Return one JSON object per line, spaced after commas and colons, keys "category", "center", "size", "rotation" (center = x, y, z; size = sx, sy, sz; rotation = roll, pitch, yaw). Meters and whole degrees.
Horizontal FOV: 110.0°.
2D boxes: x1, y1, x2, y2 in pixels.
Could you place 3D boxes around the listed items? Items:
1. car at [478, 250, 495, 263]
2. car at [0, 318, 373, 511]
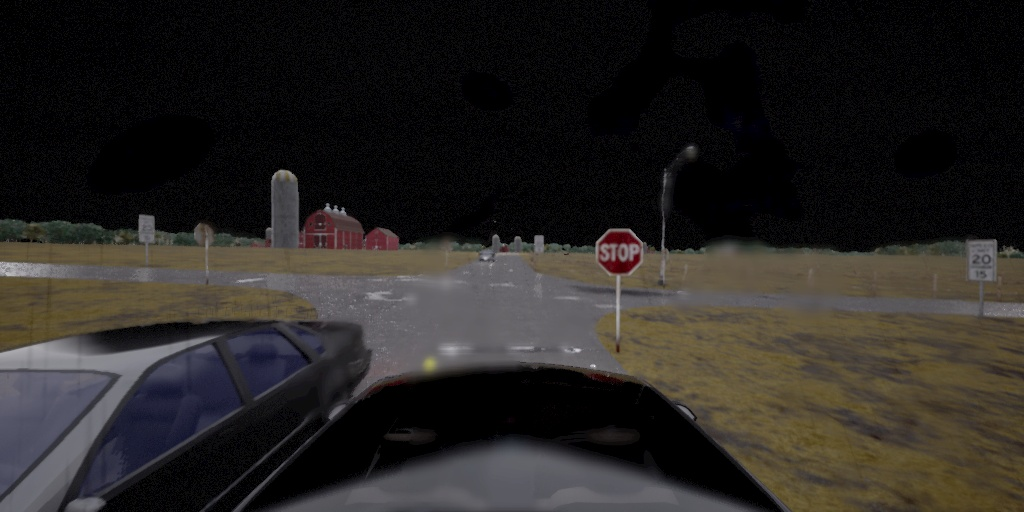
{"category": "car", "center": [-2.967, 0.009, 42.520], "size": [2.128, 1.511, 4.902], "rotation": [0, 3, 0]}
{"category": "car", "center": [-2.764, 1.272, 2.535], "size": [2.033, 1.411, 5.357], "rotation": [0, 2, 0]}
